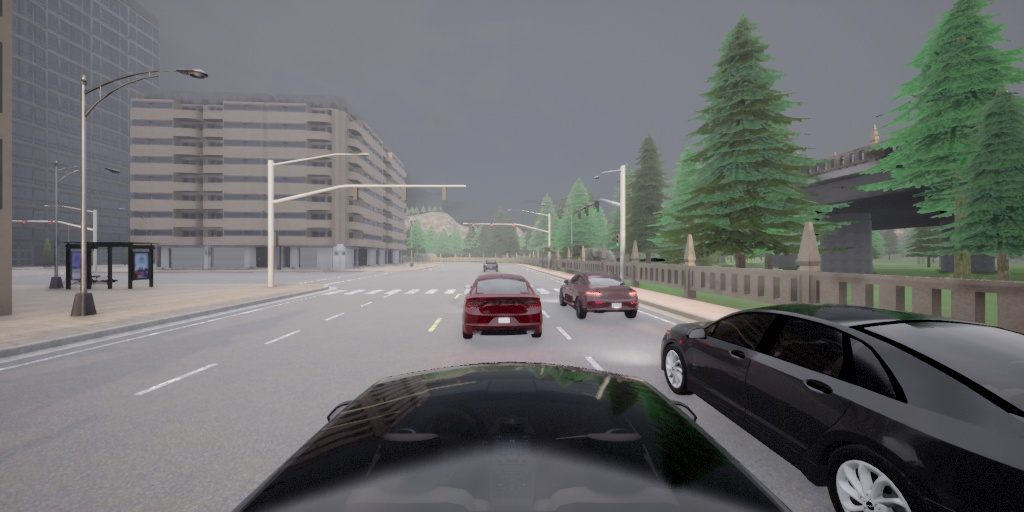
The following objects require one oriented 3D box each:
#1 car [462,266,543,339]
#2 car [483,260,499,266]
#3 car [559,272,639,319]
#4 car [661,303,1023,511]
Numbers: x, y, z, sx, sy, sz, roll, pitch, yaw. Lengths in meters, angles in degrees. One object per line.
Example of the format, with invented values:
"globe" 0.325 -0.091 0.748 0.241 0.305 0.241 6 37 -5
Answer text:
"car" -0.340 1.228 10.161 1.882 1.535 5.008 0 0 -4
"car" -2.716 1.242 45.913 2.128 1.511 4.902 0 0 -4
"car" 2.922 1.276 12.736 1.812 1.442 4.674 0 0 -3
"car" 3.258 1.255 3.746 1.837 1.490 4.892 0 0 0
